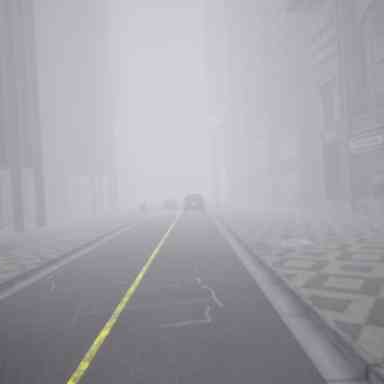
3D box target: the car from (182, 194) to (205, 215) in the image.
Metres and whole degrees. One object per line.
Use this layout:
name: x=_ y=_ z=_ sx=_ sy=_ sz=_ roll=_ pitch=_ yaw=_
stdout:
car: x=0.202 y=1.221 z=34.884 sx=2.150 sy=2.045 sz=5.566 roll=-3 pitch=0 yaw=0

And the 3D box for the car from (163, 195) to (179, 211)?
car: x=-2.837 y=1.632 z=44.992 sx=1.882 sy=1.535 sz=5.008 roll=-3 pitch=0 yaw=0
